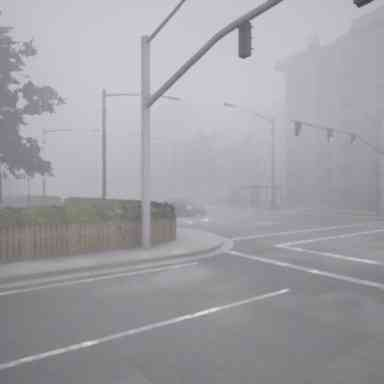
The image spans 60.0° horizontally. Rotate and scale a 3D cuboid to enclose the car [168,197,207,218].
[{"bbox_3d":[-0.648,1.325,30.052,2.097,1.767,4.553,0,0,-35],"label":"car"}]
